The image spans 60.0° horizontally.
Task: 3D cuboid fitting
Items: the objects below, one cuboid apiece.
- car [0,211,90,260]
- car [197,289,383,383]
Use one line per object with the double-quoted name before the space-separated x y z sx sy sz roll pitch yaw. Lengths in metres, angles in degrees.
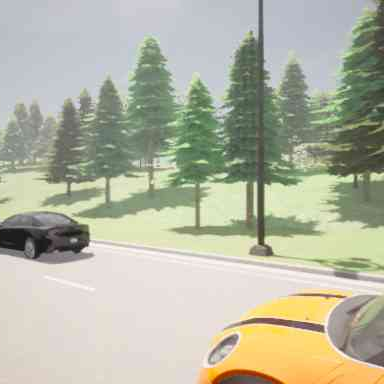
"car" -5.967 1.473 12.565 5.008 1.535 1.882 0 0 36
"car" 2.237 1.352 2.397 4.553 1.767 2.097 0 0 36
